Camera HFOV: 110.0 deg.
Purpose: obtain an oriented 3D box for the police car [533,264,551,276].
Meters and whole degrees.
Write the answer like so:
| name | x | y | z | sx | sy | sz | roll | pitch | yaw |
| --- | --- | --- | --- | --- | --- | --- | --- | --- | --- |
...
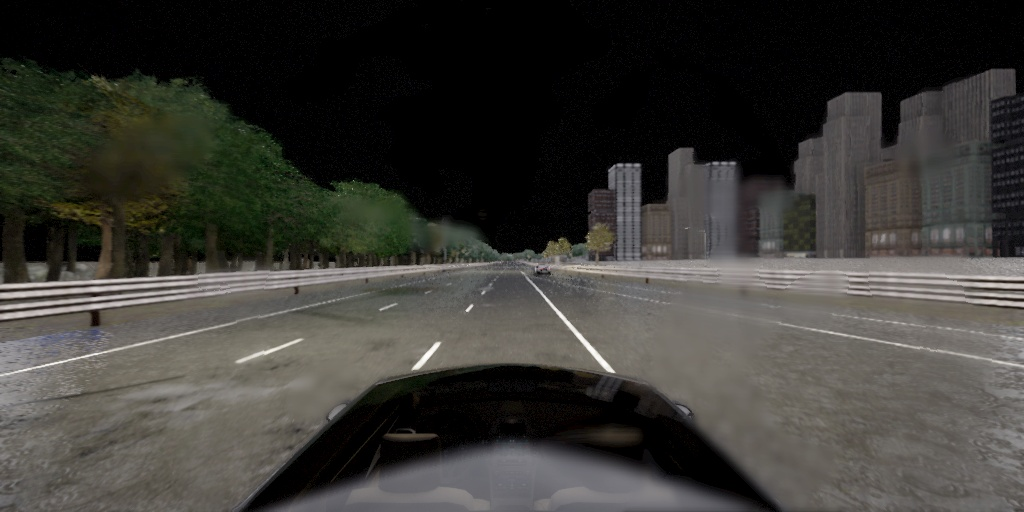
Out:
| name | x | y | z | sx | sy | sz | roll | pitch | yaw |
| --- | --- | --- | --- | --- | --- | --- | --- | --- | --- |
| police car | 4.121 | 1.923 | 50.054 | 2.038 | 1.542 | 4.974 | 0 | -1 | -4 |
